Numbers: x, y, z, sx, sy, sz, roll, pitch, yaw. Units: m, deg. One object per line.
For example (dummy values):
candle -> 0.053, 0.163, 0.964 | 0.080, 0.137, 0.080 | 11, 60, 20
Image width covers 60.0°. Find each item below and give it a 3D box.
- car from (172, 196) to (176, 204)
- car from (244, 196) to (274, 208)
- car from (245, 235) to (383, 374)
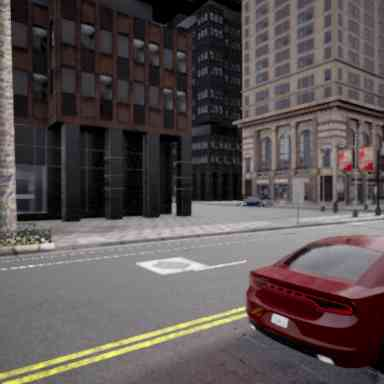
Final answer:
car -> -3.279, 1.620, 67.262 | 2.128, 1.511, 4.902 | 0, 0, -35
car -> 9.750, 1.450, 48.683 | 2.097, 1.767, 4.553 | 0, 0, -35
car -> 3.131, 1.487, 5.676 | 5.008, 1.535, 1.882 | 0, 0, -36
